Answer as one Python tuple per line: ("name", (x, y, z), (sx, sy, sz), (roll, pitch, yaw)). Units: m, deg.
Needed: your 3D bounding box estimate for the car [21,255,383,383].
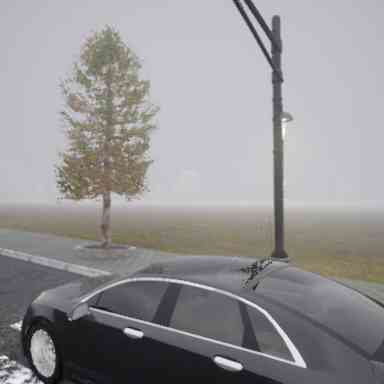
("car", (0.007, 1.493, 3.712), (4.892, 1.490, 1.837), (0, 0, 36))
